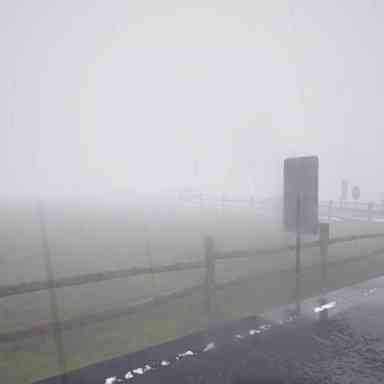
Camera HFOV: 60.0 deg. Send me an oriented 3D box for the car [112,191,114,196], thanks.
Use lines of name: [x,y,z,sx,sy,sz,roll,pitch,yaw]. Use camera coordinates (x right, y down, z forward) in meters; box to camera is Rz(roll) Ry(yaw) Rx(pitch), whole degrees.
car: [-14.064,0.120,65.482,2.128,1.511,4.902,1,1,-35]

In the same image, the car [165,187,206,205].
car: [-0.607,0.442,41.213,2.150,2.045,5.566,1,1,-35]

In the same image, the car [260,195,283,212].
car: [8.163,1.050,28.713,1.882,1.535,5.008,1,1,-35]

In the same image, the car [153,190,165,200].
car: [-4.344,0.487,51.649,1.882,1.535,5.008,1,1,-35]

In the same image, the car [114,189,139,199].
car: [-10.706,0.236,55.751,2.097,1.767,4.553,1,1,-35]
